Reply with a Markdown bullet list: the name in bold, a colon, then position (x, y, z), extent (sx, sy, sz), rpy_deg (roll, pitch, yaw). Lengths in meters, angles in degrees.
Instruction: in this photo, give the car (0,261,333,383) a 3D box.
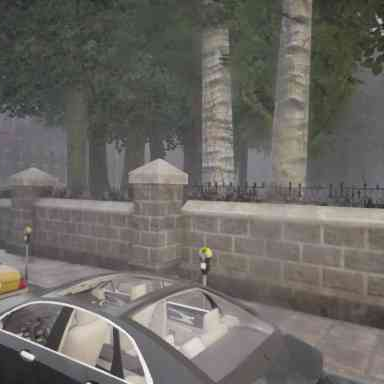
- **car**: position (-0.906, 1.550, 3.442), extent (4.403, 1.369, 2.008), rpy_deg (0, 1, 36)
